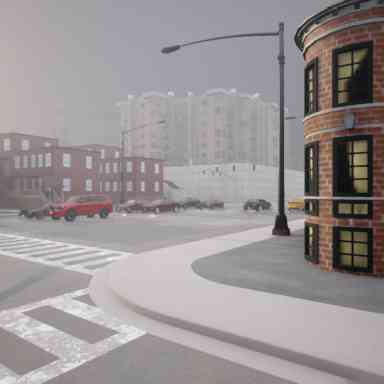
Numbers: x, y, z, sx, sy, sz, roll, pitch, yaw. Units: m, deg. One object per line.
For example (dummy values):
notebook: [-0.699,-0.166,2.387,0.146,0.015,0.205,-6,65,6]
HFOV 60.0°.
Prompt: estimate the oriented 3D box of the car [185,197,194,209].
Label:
car: [-0.682,1.492,45.275,2.128,1.511,4.902,0,0,36]

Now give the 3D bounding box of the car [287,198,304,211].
car: [13.184,1.478,40.296,1.882,1.535,5.008,0,0,36]

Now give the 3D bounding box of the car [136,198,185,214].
car: [-3.313,1.478,35.610,1.882,1.535,5.008,0,0,36]

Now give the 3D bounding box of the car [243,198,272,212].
car: [7.669,1.504,38.622,1.837,1.490,4.892,0,0,36]

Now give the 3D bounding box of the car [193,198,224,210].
car: [2.538,1.564,43.761,1.994,1.385,4.181,0,0,35]

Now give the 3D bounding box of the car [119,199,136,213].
car: [-6.460,1.526,37.213,1.812,1.442,4.674,0,0,35]

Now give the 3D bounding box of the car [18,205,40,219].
car: [-12.189,1.547,29.221,2.033,1.411,5.357,0,0,36]

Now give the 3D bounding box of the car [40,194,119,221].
car: [-9.109,1.221,27.509,2.150,2.045,5.566,0,0,36]
